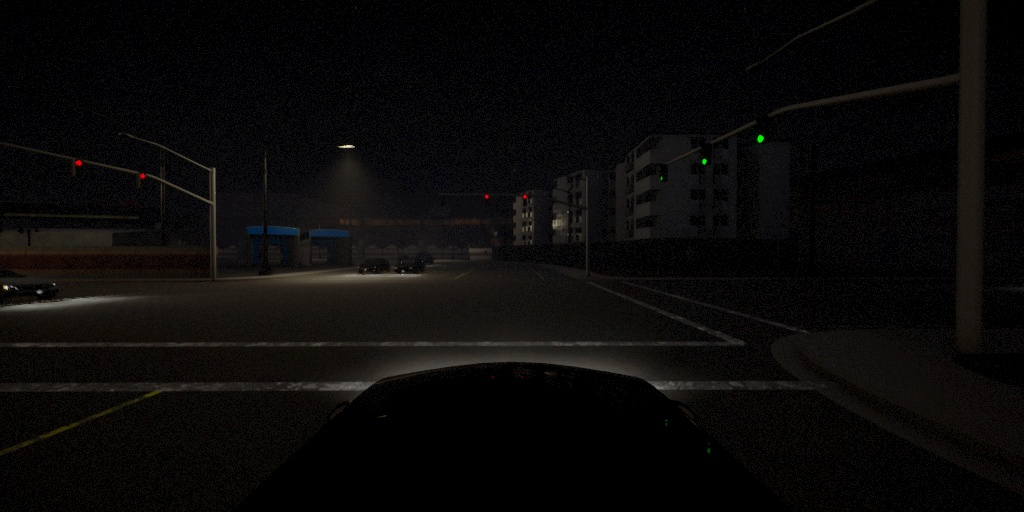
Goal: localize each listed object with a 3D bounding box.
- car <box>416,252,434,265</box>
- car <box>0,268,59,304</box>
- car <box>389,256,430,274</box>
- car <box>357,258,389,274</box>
[{"bbox_3d":[-14.378,0.398,58.784,2.150,2.045,5.566,0,0,-26],"label":"car"},{"bbox_3d":[-21.691,1.204,14.655,4.674,1.442,1.812,0,1,-1],"label":"car"},{"bbox_3d":[-9.945,0.992,35.325,2.033,1.411,5.357,0,1,0],"label":"car"},{"bbox_3d":[-13.475,0.946,35.270,1.837,1.490,4.892,0,2,0],"label":"car"}]
